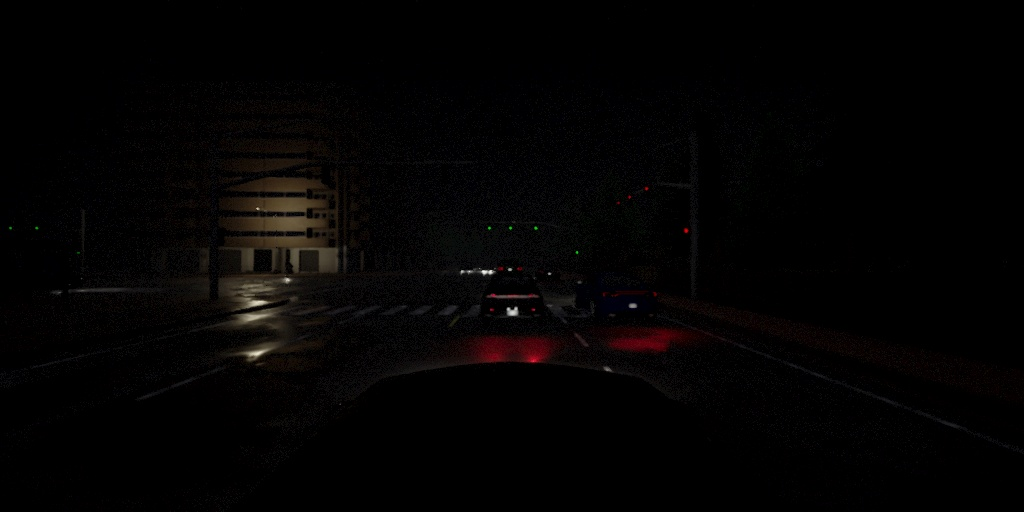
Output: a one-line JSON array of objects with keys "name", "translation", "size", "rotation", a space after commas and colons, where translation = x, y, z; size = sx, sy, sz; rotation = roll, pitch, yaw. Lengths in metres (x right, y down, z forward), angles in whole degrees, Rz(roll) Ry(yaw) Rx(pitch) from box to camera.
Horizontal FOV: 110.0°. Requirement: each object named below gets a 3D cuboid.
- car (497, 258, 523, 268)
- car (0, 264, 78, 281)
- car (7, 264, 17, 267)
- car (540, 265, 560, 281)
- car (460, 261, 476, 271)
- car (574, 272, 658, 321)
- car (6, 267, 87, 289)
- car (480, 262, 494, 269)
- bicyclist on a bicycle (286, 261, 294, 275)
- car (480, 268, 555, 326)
[{"name": "car", "translation": [-0.185, 1.228, 32.153], "size": [2.150, 2.045, 5.566], "rotation": [0, 0, 0]}, {"name": "car", "translation": [-45.063, 1.582, 34.201], "size": [5.008, 1.535, 1.882], "rotation": [0, 0, -1]}, {"name": "car", "translation": [-45.014, 1.428, 30.703], "size": [4.553, 1.767, 2.097], "rotation": [0, 0, -1]}, {"name": "car", "translation": [3.307, 1.569, 33.682], "size": [1.994, 1.385, 4.181], "rotation": [0, 0, 0]}, {"name": "car", "translation": [-7.592, 1.777, 60.283], "size": [2.033, 1.411, 5.357], "rotation": [0, 0, 0]}, {"name": "car", "translation": [3.498, 1.315, 12.894], "size": [1.882, 1.535, 5.008], "rotation": [0, 0, 0]}, {"name": "car", "translation": [-31.737, 1.611, 23.916], "size": [4.718, 1.301, 1.895], "rotation": [0, 0, -1]}, {"name": "car", "translation": [-4.120, 1.731, 61.823], "size": [2.128, 1.511, 4.902], "rotation": [0, 0, 0]}, {"name": "bicyclist on a bicycle", "translation": [-26.038, 1.454, 42.026], "size": [0.582, 1.620, 1.656], "rotation": [0, 0, -1]}, {"name": "car", "translation": [0.004, 1.325, 12.001], "size": [2.128, 1.511, 4.902], "rotation": [0, 0, 0]}]
